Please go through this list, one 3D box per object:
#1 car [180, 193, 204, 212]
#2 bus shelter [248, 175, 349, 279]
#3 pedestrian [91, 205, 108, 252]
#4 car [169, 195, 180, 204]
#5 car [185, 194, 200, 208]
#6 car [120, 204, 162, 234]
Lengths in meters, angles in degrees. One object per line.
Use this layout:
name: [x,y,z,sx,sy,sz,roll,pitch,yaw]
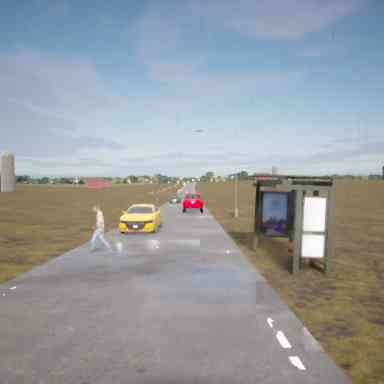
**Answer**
car: [0.099,1.138,36.653,2.150,2.045,5.566,0,0,0]
bus shelter: [3.177,0.869,10.879,1.920,2.740,3.880,2,2,0]
pedestrian: [-3.447,1.284,12.224,0.375,1.860,0.375,-3,3,-10]
car: [-2.843,1.286,56.786,2.128,1.511,4.902,0,0,0]
car: [0.067,1.209,47.276,2.097,1.767,4.553,0,0,0]
car: [-2.852,1.455,19.241,1.882,1.535,5.008,0,0,0]
